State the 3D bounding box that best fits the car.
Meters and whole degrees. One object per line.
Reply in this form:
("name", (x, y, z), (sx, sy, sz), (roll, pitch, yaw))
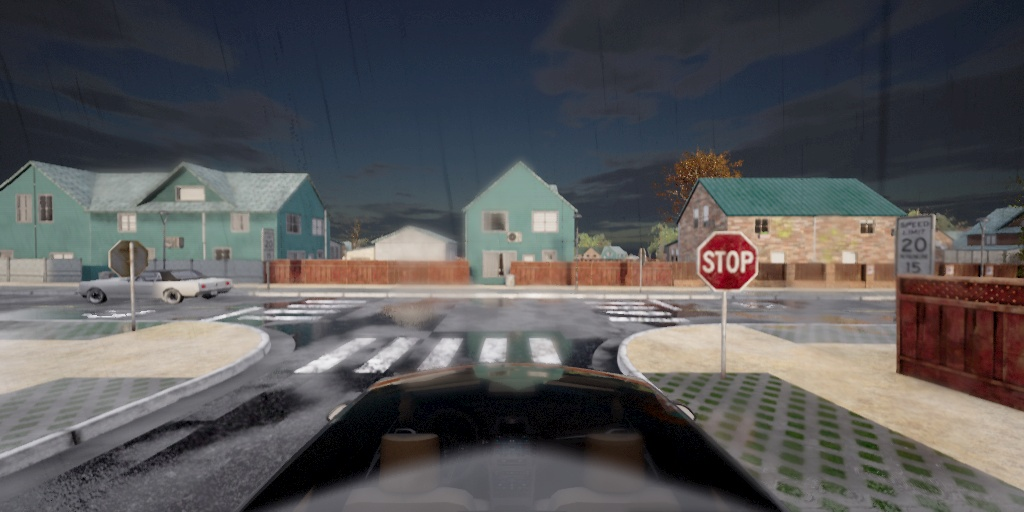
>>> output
("car", (-14.262, 1.194, 14.474), (4.718, 1.301, 1.895), (0, 1, -1))
